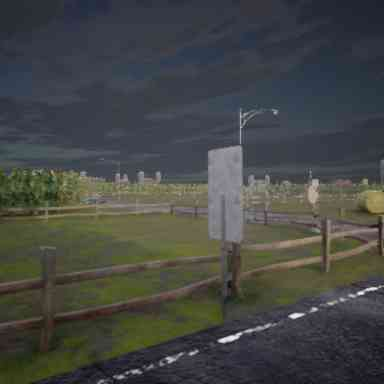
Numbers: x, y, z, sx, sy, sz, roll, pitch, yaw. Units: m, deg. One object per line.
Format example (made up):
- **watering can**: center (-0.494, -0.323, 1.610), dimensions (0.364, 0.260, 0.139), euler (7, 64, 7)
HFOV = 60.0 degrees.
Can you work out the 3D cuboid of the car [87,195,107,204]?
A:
- **car**: center (-15.047, 1.122, 52.603), dimensions (1.994, 1.385, 4.181), euler (-1, 1, -36)
